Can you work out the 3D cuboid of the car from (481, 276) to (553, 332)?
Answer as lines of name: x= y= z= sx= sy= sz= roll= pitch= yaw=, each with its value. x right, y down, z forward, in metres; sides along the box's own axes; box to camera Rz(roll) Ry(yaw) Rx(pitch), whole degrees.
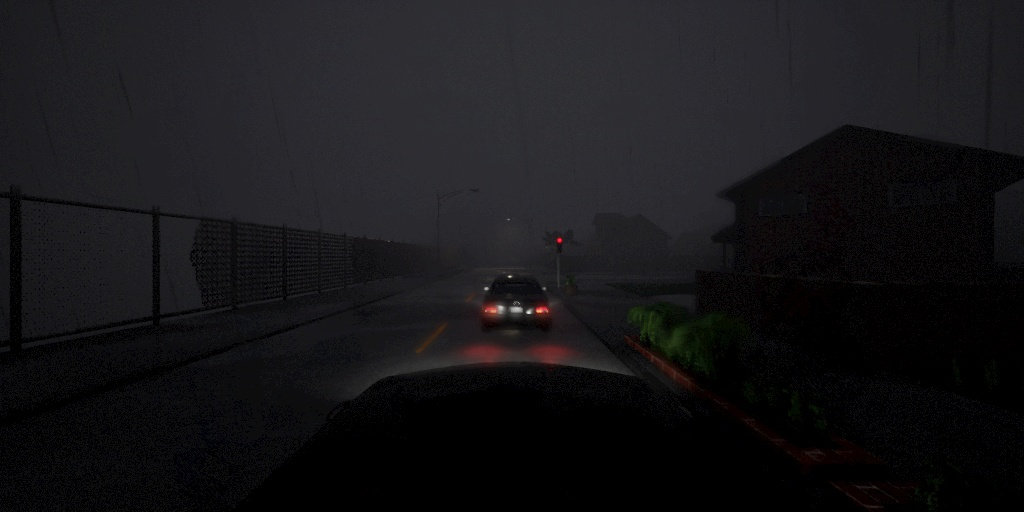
car: x=0.116 y=1.297 z=10.780 sx=2.033 sy=1.411 sz=5.357 roll=0 pitch=0 yaw=0
